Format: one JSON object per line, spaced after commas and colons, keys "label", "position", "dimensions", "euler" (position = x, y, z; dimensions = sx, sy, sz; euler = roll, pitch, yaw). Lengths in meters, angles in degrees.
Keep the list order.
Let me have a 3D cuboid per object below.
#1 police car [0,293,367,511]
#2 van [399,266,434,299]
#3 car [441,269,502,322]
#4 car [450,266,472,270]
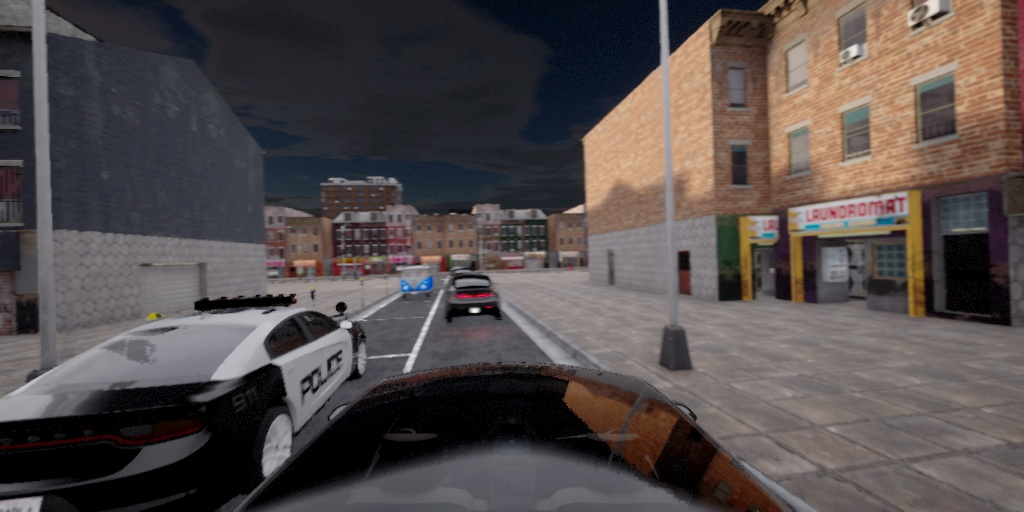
{"label": "police car", "position": [-3.298, 1.314, 4.640], "dimensions": [1.930, 1.638, 5.238], "euler": [-2, -1, -9]}
{"label": "van", "position": [-5.522, 1.480, 21.219], "dimensions": [1.690, 1.789, 3.998], "euler": [0, 0, -9]}
{"label": "car", "position": [-1.520, 1.427, 13.292], "dimensions": [1.837, 1.490, 4.892], "euler": [-2, 0, -9]}
{"label": "car", "position": [-3.488, 1.623, 25.722], "dimensions": [1.837, 1.490, 4.892], "euler": [-2, -1, -9]}
